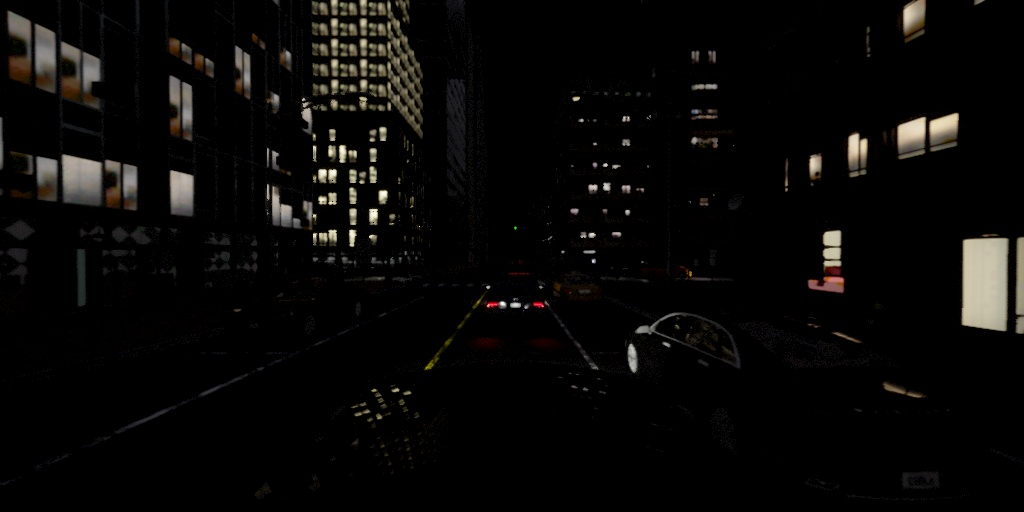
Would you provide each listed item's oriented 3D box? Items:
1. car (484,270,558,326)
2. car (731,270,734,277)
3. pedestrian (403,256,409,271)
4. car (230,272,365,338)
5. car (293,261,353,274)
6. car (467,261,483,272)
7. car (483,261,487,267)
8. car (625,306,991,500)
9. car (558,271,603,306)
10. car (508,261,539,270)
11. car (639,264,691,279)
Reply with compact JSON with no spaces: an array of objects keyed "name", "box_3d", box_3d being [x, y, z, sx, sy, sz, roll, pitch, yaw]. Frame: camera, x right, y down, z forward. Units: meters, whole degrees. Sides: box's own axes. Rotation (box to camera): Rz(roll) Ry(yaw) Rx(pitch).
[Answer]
[{"name":"car","box_3d":[0.091,1.353,11.946,2.033,1.411,5.357,0,0,0]},{"name":"car","box_3d":[21.695,1.738,30.628,4.313,1.339,1.948,0,0,1]},{"name":"pedestrian","box_3d":[-12.578,0.901,42.401,0.375,1.860,0.375,0,0,1]},{"name":"car","box_3d":[-5.827,1.341,10.340,1.888,1.381,4.507,0,0,0]},{"name":"car","box_3d":[-17.605,1.290,33.740,5.008,1.535,1.882,0,1,-1]},{"name":"car","box_3d":[-5.729,1.561,53.712,1.751,1.417,4.829,0,0,0]},{"name":"car","box_3d":[-5.733,1.632,59.536,1.948,1.339,4.313,0,0,0]},{"name":"car","box_3d":[2.817,1.316,4.645,2.007,1.370,4.403,0,0,0]},{"name":"car","box_3d":[2.809,1.352,16.103,1.751,1.417,4.829,0,0,0]},{"name":"car","box_3d":[0.884,1.392,26.923,1.837,1.490,4.892,-1,0,11]},{"name":"car","box_3d":[15.496,1.535,36.497,5.008,1.535,1.882,0,1,1]}]
